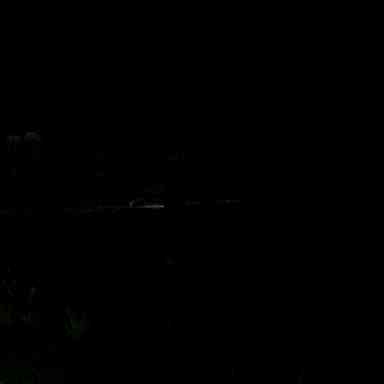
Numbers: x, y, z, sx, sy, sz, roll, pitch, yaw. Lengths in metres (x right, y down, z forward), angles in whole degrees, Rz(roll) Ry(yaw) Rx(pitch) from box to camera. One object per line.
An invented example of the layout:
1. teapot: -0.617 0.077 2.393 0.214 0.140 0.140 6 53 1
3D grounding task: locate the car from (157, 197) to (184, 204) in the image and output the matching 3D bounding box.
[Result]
1. car: -3.345 1.467 51.787 1.895 1.301 4.718 0 0 36

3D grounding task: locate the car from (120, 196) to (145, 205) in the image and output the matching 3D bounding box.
1. car: -8.736 1.322 49.251 1.816 1.474 4.193 7 4 33
